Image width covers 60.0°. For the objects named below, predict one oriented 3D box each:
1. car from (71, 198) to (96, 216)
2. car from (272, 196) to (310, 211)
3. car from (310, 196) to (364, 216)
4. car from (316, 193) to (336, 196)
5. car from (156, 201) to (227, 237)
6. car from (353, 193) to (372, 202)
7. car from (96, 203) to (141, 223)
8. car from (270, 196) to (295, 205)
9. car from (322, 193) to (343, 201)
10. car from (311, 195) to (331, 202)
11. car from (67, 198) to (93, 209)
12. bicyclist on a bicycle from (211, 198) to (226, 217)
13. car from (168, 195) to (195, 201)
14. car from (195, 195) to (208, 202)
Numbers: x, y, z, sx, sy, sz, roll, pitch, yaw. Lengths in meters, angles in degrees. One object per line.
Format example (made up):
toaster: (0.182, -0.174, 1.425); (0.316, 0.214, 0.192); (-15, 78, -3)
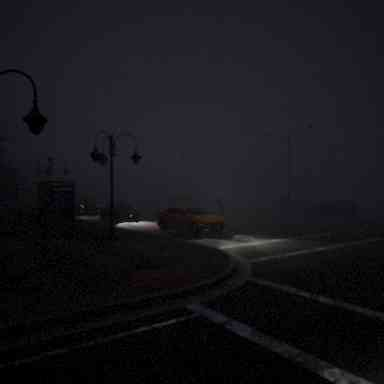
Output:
car: (-10.879, 1.371, 33.411); (2.097, 1.767, 4.553); (0, 0, -36)
car: (11.229, 1.408, 38.031); (1.970, 1.475, 3.806); (0, 0, -36)
car: (13.108, 1.397, 30.258); (1.845, 1.501, 3.633); (0, 0, -36)
car: (22.778, 1.328, 59.707); (2.007, 1.523, 4.514); (0, 0, -36)
car: (-0.131, 1.496, 18.614); (1.882, 1.535, 5.008); (0, 0, -36)
car: (33.335, 1.131, 66.357); (1.932, 1.855, 4.605); (0, 0, -36)
car: (-5.680, 1.582, 26.251); (1.994, 1.385, 4.181); (0, 0, -36)
car: (14.616, 1.347, 53.942); (1.845, 1.501, 3.633); (0, 0, -36)
car: (31.445, 1.112, 74.672); (1.905, 1.878, 3.866); (0, 0, -36)
car: (28.383, 1.395, 73.240); (1.970, 1.475, 3.806); (0, 0, -36)
car: (-15.347, 1.545, 45.437); (1.812, 1.442, 4.674); (0, 0, -40)
bicyclist on a bicycle: (2.251, 1.321, 28.058); (1.656, 1.620, 0.582); (0, 0, -36)
car: (-2.009, 1.363, 51.453); (2.007, 1.523, 4.514); (0, 0, -36)
car: (0.515, 1.354, 53.317); (2.152, 1.636, 5.027); (0, 0, -36)
